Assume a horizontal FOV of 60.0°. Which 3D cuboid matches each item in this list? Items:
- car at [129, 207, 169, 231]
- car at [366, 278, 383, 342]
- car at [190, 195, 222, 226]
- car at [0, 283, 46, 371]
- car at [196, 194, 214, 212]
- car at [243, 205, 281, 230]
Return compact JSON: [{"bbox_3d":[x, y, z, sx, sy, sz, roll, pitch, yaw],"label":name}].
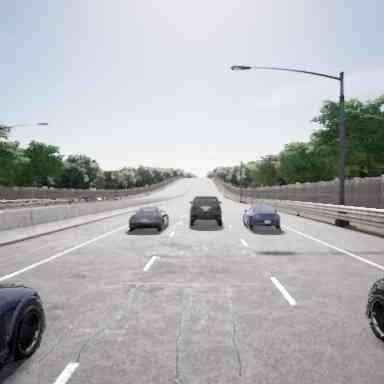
[{"bbox_3d":[-2.619,1.602,20.846,1.994,1.385,4.181,0,0,2],"label":"car"},{"bbox_3d":[3.791,1.561,3.756,1.994,1.385,4.181,0,0,2],"label":"car"},{"bbox_3d":[1.002,1.266,24.257,2.150,2.045,5.566,0,0,2],"label":"car"},{"bbox_3d":[-3.228,1.566,3.319,1.994,1.385,4.181,0,0,2],"label":"car"},{"bbox_3d":[1.593,1.336,41.293,2.150,2.045,5.566,0,-1,2],"label":"car"},{"bbox_3d":[4.402,1.561,21.315,1.812,1.442,4.674,0,0,2],"label":"car"}]
